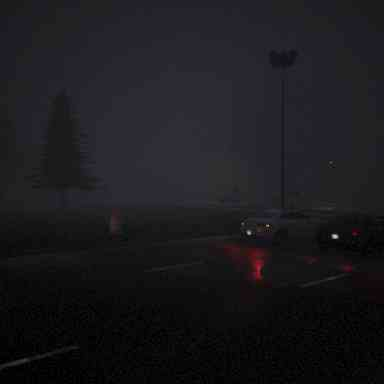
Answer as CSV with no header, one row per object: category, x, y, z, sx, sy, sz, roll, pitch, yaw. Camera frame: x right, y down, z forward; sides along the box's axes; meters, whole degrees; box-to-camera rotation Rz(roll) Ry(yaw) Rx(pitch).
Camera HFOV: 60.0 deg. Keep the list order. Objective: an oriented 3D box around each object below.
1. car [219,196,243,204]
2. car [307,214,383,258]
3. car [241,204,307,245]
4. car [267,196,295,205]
car,6.867,1.423,58.941,1.837,1.490,4.892,0,0,-34
car,6.671,1.536,12.847,4.181,1.385,1.994,0,0,-35
car,4.321,1.500,15.470,4.674,1.442,1.812,0,0,-35
car,14.475,1.415,54.090,1.837,1.490,4.892,0,0,-35
